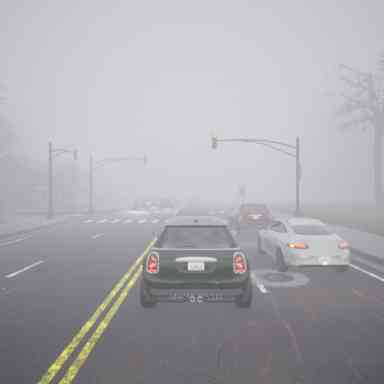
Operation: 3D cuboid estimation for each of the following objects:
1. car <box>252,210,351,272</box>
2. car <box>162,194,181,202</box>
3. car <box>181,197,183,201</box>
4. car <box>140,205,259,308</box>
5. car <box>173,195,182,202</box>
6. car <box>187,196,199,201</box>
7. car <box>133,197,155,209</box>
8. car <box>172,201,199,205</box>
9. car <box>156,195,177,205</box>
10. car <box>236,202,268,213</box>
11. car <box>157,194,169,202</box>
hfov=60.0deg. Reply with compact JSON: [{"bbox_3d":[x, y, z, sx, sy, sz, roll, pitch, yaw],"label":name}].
[{"bbox_3d":[3.345,1.525,10.640,1.812,1.442,4.674,0,0,0],"label":"car"},{"bbox_3d":[-3.282,1.474,53.119,2.128,1.511,4.902,0,0,0],"label":"car"},{"bbox_3d":[-3.244,1.500,62.725,1.812,1.442,4.674,0,0,1],"label":"car"},{"bbox_3d":[0.085,1.352,8.086,2.097,1.767,4.553,0,0,0],"label":"car"},{"bbox_3d":[-3.166,1.465,73.060,1.837,1.490,4.892,0,0,0],"label":"car"},{"bbox_3d":[0.167,1.472,56.974,2.128,1.511,4.902,0,0,0],"label":"car"},{"bbox_3d":[-6.556,1.482,43.979,2.128,1.511,4.902,0,0,0],"label":"car"},{"bbox_3d":[0.061,1.477,17.351,1.882,1.535,5.008,0,0,0],"label":"car"},{"bbox_3d":[-3.297,1.495,43.816,1.837,1.490,4.892,0,0,0],"label":"car"},{"bbox_3d":[3.331,1.351,19.434,2.097,1.767,4.553,0,0,0],"label":"car"},{"bbox_3d":[-6.415,1.320,73.930,2.097,1.767,4.553,0,0,0],"label":"car"}]
